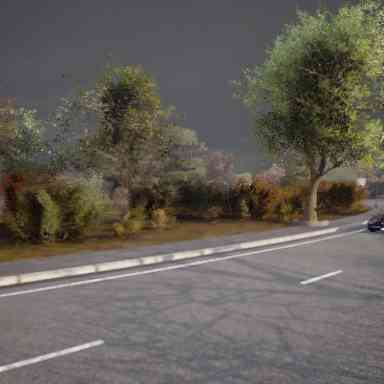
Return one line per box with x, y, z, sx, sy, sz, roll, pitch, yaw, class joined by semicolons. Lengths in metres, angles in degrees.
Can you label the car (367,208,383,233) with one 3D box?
11.967;1.591;19.546;2.033;1.411;5.357;0;0;43;car
